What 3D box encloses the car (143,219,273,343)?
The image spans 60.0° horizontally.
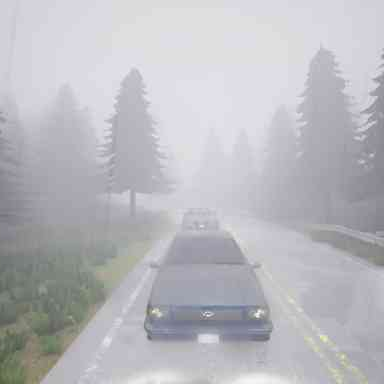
[{"bbox_3d":[0.262,1.558,7.069,2.033,1.411,5.357,0,0,1],"label":"car"}]

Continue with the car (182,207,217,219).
[{"bbox_3d":[0.429,1.585,19.154,1.994,1.385,4.181,0,0,-2],"label":"car"}]
